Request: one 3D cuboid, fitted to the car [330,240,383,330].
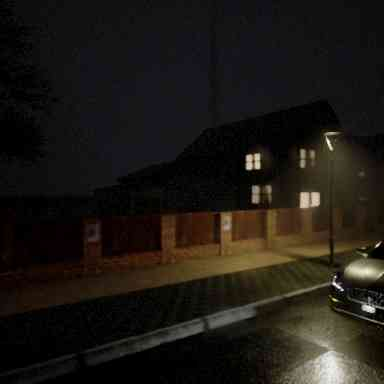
[{"bbox_3d":[4.599,1.494,6.332,4.892,1.490,1.837,0,0,-35],"label":"car"}]
